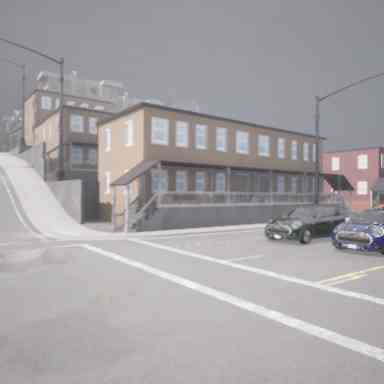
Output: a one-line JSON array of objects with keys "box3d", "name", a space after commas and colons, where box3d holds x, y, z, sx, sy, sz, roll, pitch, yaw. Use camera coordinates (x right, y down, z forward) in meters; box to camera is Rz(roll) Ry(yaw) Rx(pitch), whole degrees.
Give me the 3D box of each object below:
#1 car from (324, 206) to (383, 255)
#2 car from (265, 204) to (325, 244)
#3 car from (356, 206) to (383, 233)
[{"box3d": [7.911, 1.498, 13.933, 4.553, 1.767, 2.097, 1, 0, -35], "name": "car"}, {"box3d": [5.772, 1.497, 16.706, 4.553, 1.767, 2.097, 1, 0, -35], "name": "car"}, {"box3d": [13.219, 1.730, 22.025, 4.902, 1.511, 2.128, 1, 0, -36], "name": "car"}]
